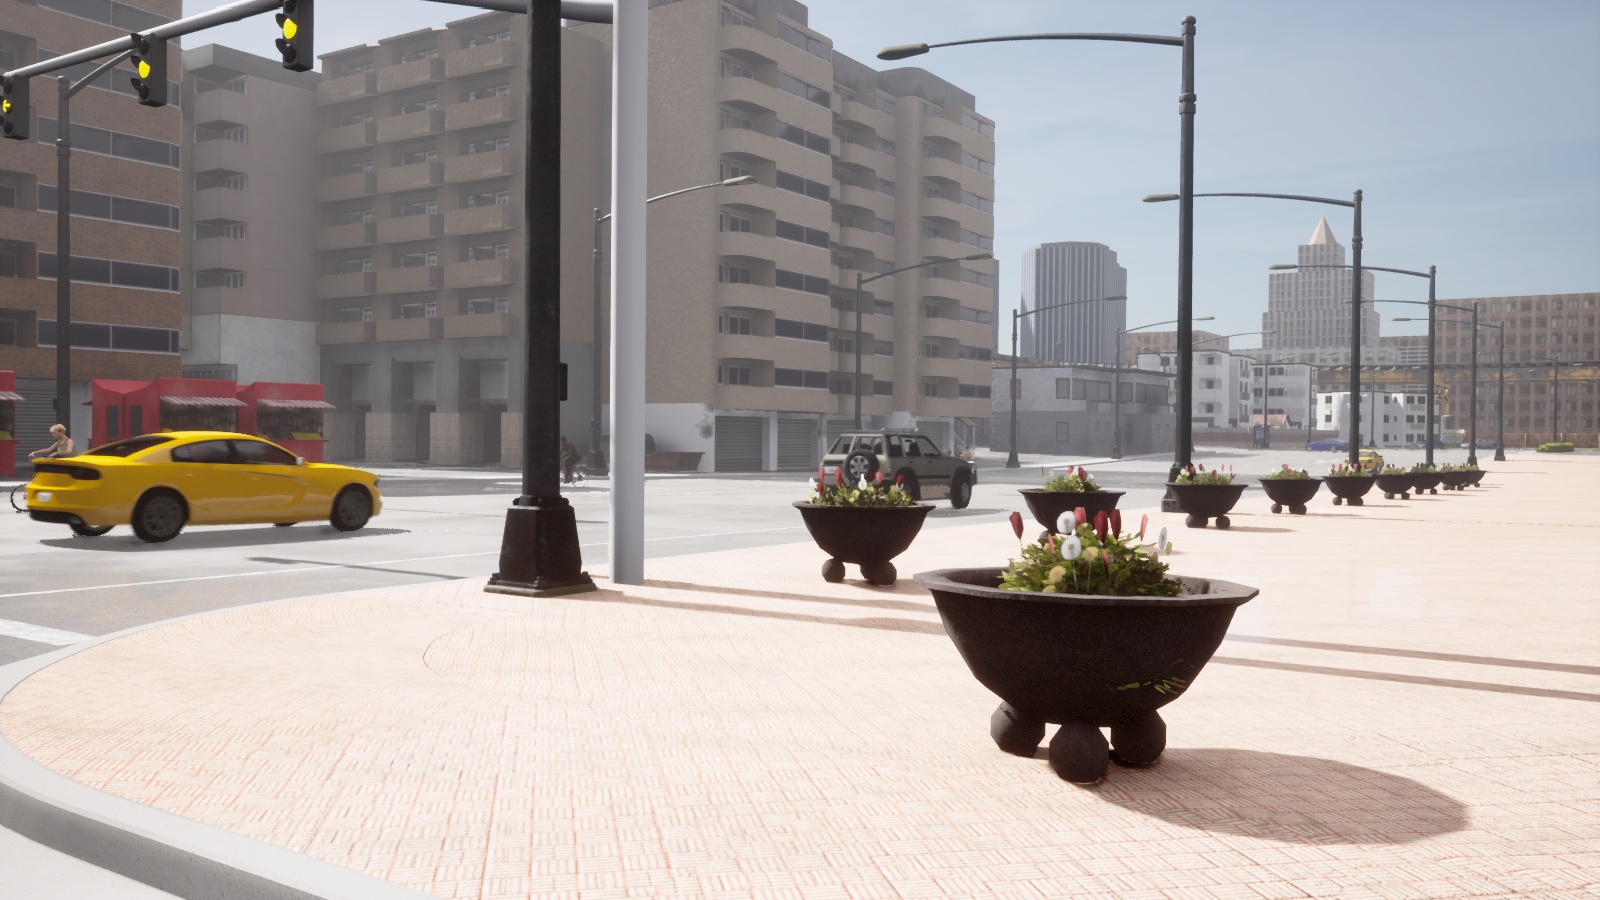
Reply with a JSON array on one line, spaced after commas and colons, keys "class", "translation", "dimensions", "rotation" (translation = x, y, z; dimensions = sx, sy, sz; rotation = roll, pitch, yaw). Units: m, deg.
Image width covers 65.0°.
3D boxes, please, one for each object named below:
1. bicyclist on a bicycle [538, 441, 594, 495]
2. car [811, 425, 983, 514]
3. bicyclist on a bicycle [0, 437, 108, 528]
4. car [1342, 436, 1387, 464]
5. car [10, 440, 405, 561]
[{"class": "bicyclist on a bicycle", "translation": [-7.222, 0.530, 38.743], "dimensions": [0.582, 1.620, 1.656], "rotation": [1, 1, 45]}, {"class": "car", "translation": [2.310, 0.398, 28.630], "dimensions": [1.932, 1.855, 4.605], "rotation": [0, 0, 33]}, {"class": "bicyclist on a bicycle", "translation": [-13.787, 0.576, 23.194], "dimensions": [0.866, 1.612, 1.509], "rotation": [0, 0, 33]}, {"class": "car", "translation": [36.243, -0.035, 80.582], "dimensions": [1.801, 1.575, 5.366], "rotation": [0, 2, 33]}, {"class": "car", "translation": [-8.484, 0.628, 18.504], "dimensions": [1.882, 1.535, 5.008], "rotation": [0, 0, 33]}]
